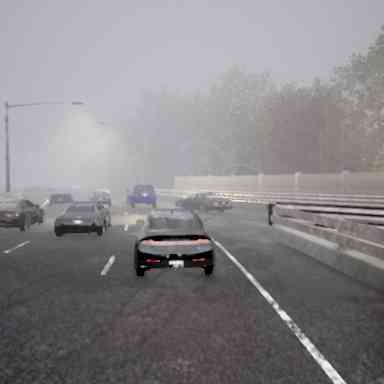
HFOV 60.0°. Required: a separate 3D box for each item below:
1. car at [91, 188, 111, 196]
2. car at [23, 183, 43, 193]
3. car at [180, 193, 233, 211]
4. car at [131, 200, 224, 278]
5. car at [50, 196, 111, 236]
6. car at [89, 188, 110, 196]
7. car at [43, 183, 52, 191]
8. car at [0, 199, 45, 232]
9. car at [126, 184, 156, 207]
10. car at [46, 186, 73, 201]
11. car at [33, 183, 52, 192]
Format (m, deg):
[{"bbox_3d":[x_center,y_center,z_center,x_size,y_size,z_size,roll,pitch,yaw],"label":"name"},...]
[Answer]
[{"bbox_3d":[-14.926,-0.027,54.376,1.895,1.301,4.718,-1,2,-30],"label":"car"},{"bbox_3d":[-32.791,-0.618,67.758,2.128,1.511,4.902,-2,2,-43],"label":"car"},{"bbox_3d":[0.778,0.778,25.184,2.033,1.411,5.357,-1,2,-34],"label":"car"},{"bbox_3d":[-0.544,1.207,9.264,2.128,1.511,4.902,0,2,-5],"label":"car"},{"bbox_3d":[-4.872,1.105,15.258,1.994,1.385,4.181,0,2,-9],"label":"car"},{"bbox_3d":[-8.853,0.610,31.841,1.994,1.385,4.181,-1,2,-18],"label":"car"},{"bbox_3d":[-30.144,-0.694,70.046,1.812,1.442,4.674,-2,2,-43],"label":"car"},{"bbox_3d":[-8.562,1.048,16.092,1.812,1.442,4.674,0,2,-10],"label":"car"},{"bbox_3d":[-4.680,0.307,30.318,2.150,2.045,5.566,-1,2,-16],"label":"car"},{"bbox_3d":[-12.794,0.503,32.727,1.882,1.535,5.008,-1,2,-18],"label":"car"},{"bbox_3d":[-36.840,-1.199,81.962,5.566,2.045,2.150,1,2,42],"label":"car"}]
